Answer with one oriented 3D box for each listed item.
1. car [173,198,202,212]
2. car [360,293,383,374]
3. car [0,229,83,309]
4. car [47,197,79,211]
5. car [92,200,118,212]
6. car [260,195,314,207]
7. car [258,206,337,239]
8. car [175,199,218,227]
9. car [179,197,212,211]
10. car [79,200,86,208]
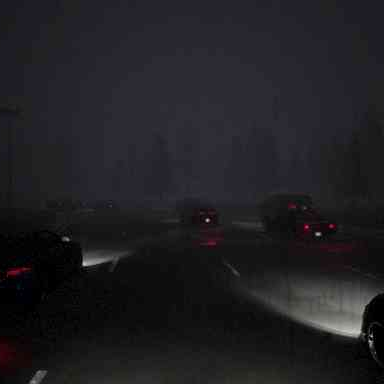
[{"bbox_3d":[-0.537,1.490,36.806,2.128,1.511,4.902,0,0,-25],"label":"car"},{"bbox_3d":[3.367,1.564,2.937,1.994,1.385,4.181,0,0,-2],"label":"car"},{"bbox_3d":[-3.986,1.564,7.834,1.994,1.385,4.181,0,0,-5],"label":"car"},{"bbox_3d":[-15.871,1.352,40.207,2.097,1.767,4.553,0,0,-41],"label":"car"},{"bbox_3d":[-10.112,1.564,38.649,1.994,1.385,4.181,0,0,-33],"label":"car"},{"bbox_3d":[7.039,1.222,25.336,2.150,2.045,5.566,0,0,-14],"label":"car"},{"bbox_3d":[5.305,1.601,17.240,1.895,1.301,4.718,0,0,-10],"label":"car"},{"bbox_3d":[0.380,1.505,23.146,1.837,1.490,4.892,0,0,-14],"label":"car"},{"bbox_3d":[0.372,1.478,42.276,1.882,1.535,5.008,0,0,-30],"label":"car"},{"bbox_3d":[-16.780,1.601,46.130,4.718,1.301,1.895,0,0,39],"label":"car"}]
